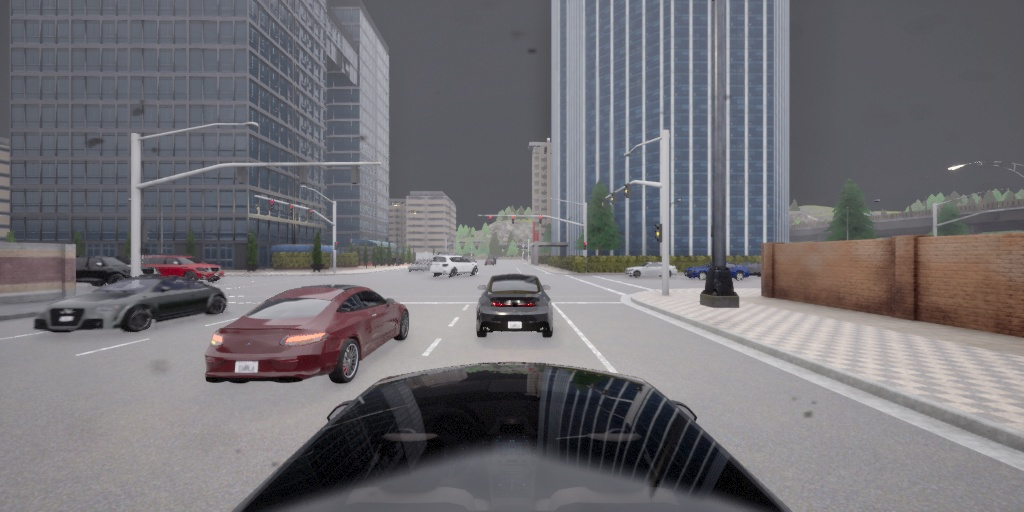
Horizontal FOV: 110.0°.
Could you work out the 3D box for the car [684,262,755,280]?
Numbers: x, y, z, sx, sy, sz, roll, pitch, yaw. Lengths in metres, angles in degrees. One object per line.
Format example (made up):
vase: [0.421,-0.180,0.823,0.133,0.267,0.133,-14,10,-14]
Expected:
car: [17.209,1.228,30.269,5.008,1.535,1.882,0,0,-1]

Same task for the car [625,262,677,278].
car: [13.027,1.276,33.713,4.674,1.442,1.812,0,0,1]

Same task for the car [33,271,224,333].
car: [-10.734,1.314,10.582,1.994,1.385,4.181,0,0,-2]

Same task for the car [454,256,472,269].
car: [-8.050,0.971,59.435,2.150,2.045,5.566,0,0,-1]

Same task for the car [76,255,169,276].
car: [-25.666,0.972,22.674,5.566,2.045,2.150,0,0,-1]

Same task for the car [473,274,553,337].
car: [0.064,1.255,10.224,1.837,1.490,4.892,0,0,0]

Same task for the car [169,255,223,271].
car: [-24.358,0.972,26.187,5.566,2.045,2.150,0,0,-1]

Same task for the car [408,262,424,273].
car: [-11.395,1.351,44.434,1.895,1.301,4.718,0,0,1]

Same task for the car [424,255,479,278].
car: [-5.451,0.971,34.399,2.150,2.045,5.566,1,0,29]

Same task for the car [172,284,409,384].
car: [-3.438,1.276,6.958,1.812,1.442,4.674,0,0,0]

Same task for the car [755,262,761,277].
car: [22.614,1.297,33.817,5.357,1.411,2.033,0,0,-1]
